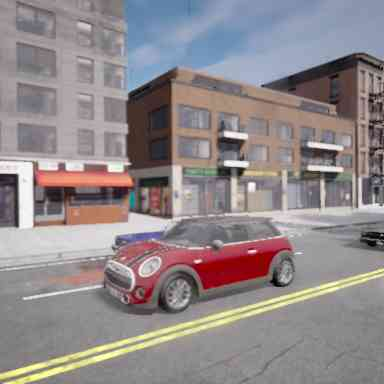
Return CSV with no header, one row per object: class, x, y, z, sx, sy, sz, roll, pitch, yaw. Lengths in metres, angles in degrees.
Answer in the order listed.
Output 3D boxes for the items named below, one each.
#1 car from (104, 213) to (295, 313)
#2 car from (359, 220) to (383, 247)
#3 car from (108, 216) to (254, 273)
car,0.310,1.368,7.808,4.553,1.767,2.097,0,0,-35
car,9.408,1.596,14.322,5.357,1.411,2.033,0,0,-35
car,-0.257,1.624,11.385,4.718,1.301,1.895,0,0,-35
